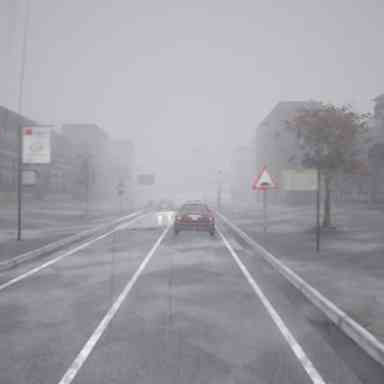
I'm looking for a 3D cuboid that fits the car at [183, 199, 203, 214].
[{"bbox_3d":[0.115,1.520,36.880,2.033,1.411,5.357,0,0,0],"label":"car"}]

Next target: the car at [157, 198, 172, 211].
[{"bbox_3d":[-3.067,1.482,39.447,2.128,1.511,4.902,0,-1,0],"label":"car"}]

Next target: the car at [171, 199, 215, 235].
[{"bbox_3d":[0.130,1.314,18.761,2.097,1.767,4.553,1,1,0],"label":"car"}]
